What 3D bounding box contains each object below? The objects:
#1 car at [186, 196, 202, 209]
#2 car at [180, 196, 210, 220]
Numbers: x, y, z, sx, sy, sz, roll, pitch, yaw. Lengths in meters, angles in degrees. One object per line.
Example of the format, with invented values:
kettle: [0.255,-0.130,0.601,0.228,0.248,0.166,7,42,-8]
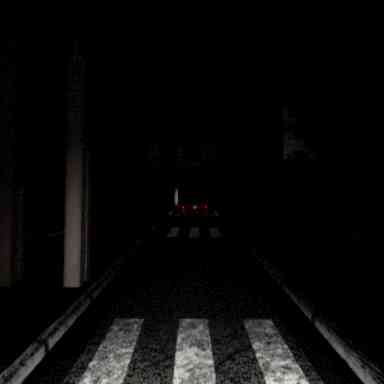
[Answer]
car: [0.276,1.252,42.925,1.882,1.535,5.008,0,0,0]
car: [0.207,1.064,24.878,2.097,1.767,4.553,0,0,0]
